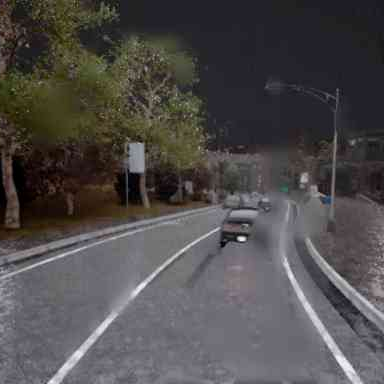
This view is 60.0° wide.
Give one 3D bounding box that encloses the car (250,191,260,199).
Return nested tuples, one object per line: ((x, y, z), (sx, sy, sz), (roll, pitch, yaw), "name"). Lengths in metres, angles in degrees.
((13.976, 0.623, 73.642), (2.097, 1.767, 4.553), (1, 1, 8), "car")

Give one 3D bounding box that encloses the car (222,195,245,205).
((4.382, 1.120, 34.496), (1.837, 1.490, 4.892), (2, 1, 17), "car")

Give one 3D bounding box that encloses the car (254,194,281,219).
((7.201, 1.240, 31.019), (1.882, 1.535, 5.008), (2, 1, 17), "car")

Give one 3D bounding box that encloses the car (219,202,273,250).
((2.344, 1.397, 14.086), (1.837, 1.490, 4.892), (2, 1, 14), "car")
